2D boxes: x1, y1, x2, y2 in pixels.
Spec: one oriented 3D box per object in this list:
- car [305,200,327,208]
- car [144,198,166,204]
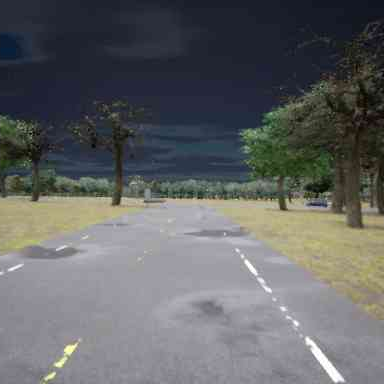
[{"bbox_3d":[32.712,3.025,87.684,5.566,2.045,2.150,2,0,0],"label":"car"},{"bbox_3d":[-8.914,2.147,80.927,5.357,1.411,2.033,2,0,0],"label":"car"}]
